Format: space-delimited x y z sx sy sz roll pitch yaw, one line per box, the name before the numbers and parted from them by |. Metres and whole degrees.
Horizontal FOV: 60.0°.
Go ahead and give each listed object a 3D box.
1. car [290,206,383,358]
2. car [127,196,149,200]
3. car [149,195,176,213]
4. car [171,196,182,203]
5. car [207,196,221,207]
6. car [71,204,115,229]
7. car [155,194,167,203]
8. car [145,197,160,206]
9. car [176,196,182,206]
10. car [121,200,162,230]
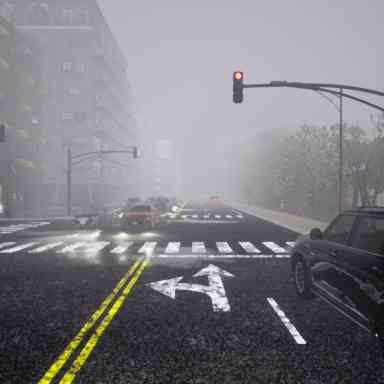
car | 3.374 1.221 5.292 2.150 2.045 5.566 0 0 -2
car | -6.518 1.357 37.590 2.097 1.767 4.553 0 0 0
car | -3.270 1.356 37.356 2.097 1.767 4.553 0 0 0
car | -3.100 1.563 68.633 2.033 1.411 5.357 0 0 0
car | 3.466 1.364 52.810 2.097 1.767 4.553 0 0 0
car | -6.566 1.557 22.446 2.128 1.511 4.902 -1 0 0
car | -6.349 1.376 69.117 2.097 1.767 4.553 0 0 0
car | -6.470 1.520 54.555 1.837 1.490 4.892 0 0 0
car | -3.226 1.505 53.365 2.128 1.511 4.902 0 0 0
car | -3.310 1.522 21.759 1.882 1.535 5.008 0 0 0
